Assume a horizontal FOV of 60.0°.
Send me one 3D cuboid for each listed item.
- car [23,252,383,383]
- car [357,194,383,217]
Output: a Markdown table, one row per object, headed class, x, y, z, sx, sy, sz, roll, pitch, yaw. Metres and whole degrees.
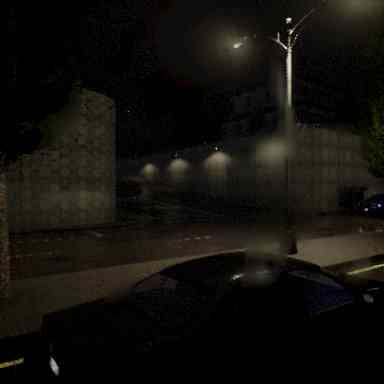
| class | x | y | z | sx | sy | sz | roll | pitch | yaw |
| --- | --- | --- | --- | --- | --- | --- | --- | --- | --- |
| car | 0.842 | 1.547 | 4.347 | 5.357 | 1.411 | 2.033 | 0 | 0 | -36 |
| car | 17.833 | 1.219 | 31.065 | 5.566 | 2.045 | 2.150 | 0 | 0 | -33 |
